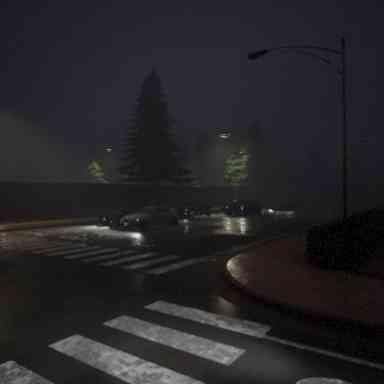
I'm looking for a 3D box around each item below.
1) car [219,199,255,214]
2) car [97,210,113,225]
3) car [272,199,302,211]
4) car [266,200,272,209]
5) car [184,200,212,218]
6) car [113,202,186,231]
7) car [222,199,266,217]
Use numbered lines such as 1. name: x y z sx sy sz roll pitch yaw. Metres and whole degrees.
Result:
1. car: 5.359 1.688 39.382 2.128 1.511 4.902 -1 0 37
2. car: -5.044 1.762 25.167 1.994 1.385 4.181 -1 0 36
3. car: 12.750 1.635 43.351 1.882 1.535 5.008 -1 -1 38
4. car: 11.412 1.757 47.288 1.994 1.385 4.181 -1 0 38
5. car: -0.023 1.549 32.060 2.097 1.767 4.553 -1 0 36
6. car: -2.736 1.687 22.390 1.812 1.442 4.674 -1 0 36
7. car: 5.209 1.511 33.277 2.097 1.767 4.553 -1 0 36
